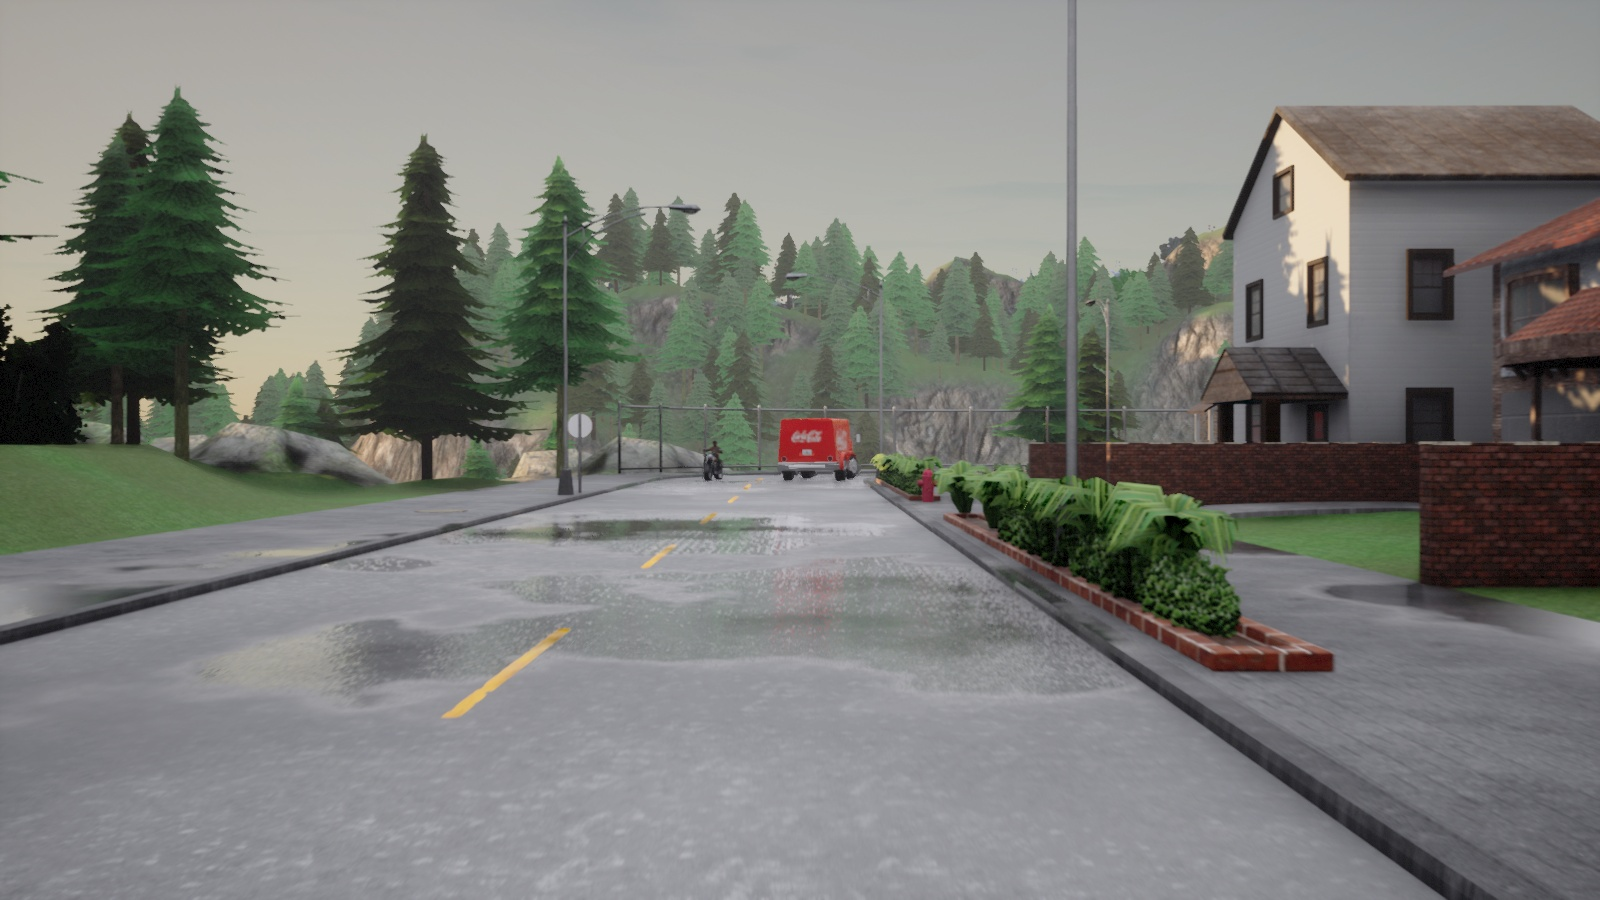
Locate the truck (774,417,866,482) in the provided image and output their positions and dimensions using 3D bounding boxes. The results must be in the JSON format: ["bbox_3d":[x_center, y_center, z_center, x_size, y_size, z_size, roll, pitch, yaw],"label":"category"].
[{"bbox_3d":[0.902,-0.027,50.980,2.627,2.467,5.204,-1,0,14],"label":"truck"}]

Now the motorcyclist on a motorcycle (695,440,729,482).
[{"bbox_3d":[-3.496,0.414,49.978,0.766,1.649,2.350,1,1,11],"label":"motorcyclist on a motorcycle"}]
